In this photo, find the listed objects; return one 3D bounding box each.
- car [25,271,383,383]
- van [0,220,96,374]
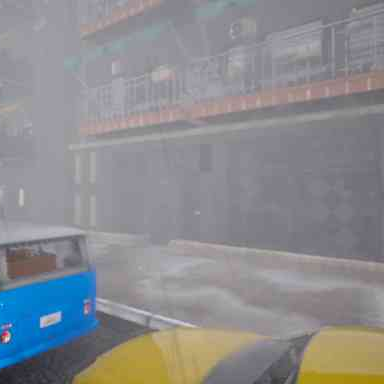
[{"bbox_3d":[1.105,1.525,2.084,4.829,1.417,1.752,0,0,35],"label":"car"},{"bbox_3d":[-3.255,1.341,5.191,3.998,1.788,1.690,0,0,35],"label":"van"}]
